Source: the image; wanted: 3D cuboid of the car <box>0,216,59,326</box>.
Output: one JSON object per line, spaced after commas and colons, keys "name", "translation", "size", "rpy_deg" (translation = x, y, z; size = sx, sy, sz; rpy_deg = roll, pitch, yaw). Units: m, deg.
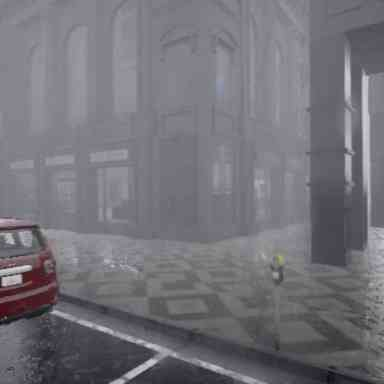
{"name": "car", "translation": [-4.539, 1.382, 6.197], "size": [5.009, 1.841, 2.192], "rpy_deg": [-1, 0, 35]}
